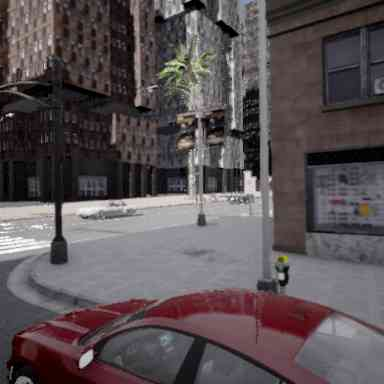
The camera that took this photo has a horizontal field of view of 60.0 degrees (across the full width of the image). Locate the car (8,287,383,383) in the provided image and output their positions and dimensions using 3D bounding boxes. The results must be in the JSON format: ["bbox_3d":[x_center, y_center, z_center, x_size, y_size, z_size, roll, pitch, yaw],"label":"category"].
[{"bbox_3d":[0.163,1.554,2.858,4.507,1.381,1.887,0,-1,35],"label":"car"}]

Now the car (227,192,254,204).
[{"bbox_3d":[6.415,0.724,43.839,2.128,1.511,4.902,-1,1,36],"label":"car"}]

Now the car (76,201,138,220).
[{"bbox_3d":[-6.505,1.370,25.727,1.895,1.301,4.718,-1,0,35],"label":"car"}]
